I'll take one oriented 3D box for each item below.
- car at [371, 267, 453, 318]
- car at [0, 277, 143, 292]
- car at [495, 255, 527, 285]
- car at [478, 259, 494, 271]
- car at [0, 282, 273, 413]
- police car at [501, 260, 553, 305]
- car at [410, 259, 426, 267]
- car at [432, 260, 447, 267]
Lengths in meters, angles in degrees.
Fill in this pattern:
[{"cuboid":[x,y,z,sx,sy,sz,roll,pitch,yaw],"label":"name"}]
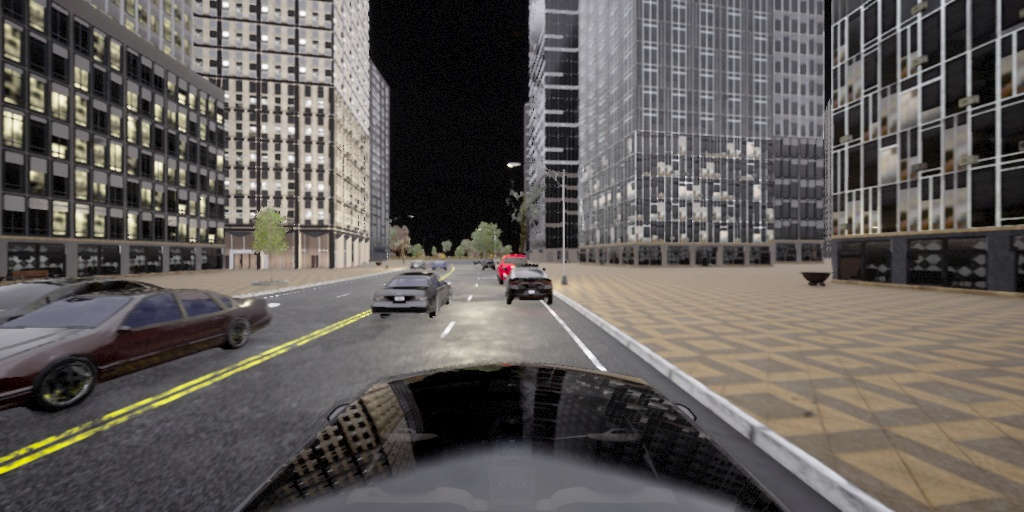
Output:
[{"cuboid":[-3.378,1.295,12.998,2.033,1.411,5.357,0,0,-2],"label":"car"},{"cuboid":[-9.961,1.259,7.797,1.837,1.490,4.892,0,0,-1],"label":"car"},{"cuboid":[0.082,0.965,26.388,2.150,2.045,5.566,0,0,-4],"label":"car"},{"cuboid":[-3.330,1.244,50.595,1.837,1.490,4.892,0,0,-8],"label":"car"},{"cuboid":[-6.666,1.300,6.288,2.033,1.411,5.357,0,0,-1],"label":"car"},{"cuboid":[0.645,1.169,16.324,1.930,1.638,5.238,0,0,-2],"label":"police car"},{"cuboid":[-13.448,1.242,51.480,2.128,1.511,4.902,0,0,-8],"label":"car"},{"cuboid":[-9.780,1.271,48.586,1.812,1.442,4.674,0,0,-7],"label":"car"}]
